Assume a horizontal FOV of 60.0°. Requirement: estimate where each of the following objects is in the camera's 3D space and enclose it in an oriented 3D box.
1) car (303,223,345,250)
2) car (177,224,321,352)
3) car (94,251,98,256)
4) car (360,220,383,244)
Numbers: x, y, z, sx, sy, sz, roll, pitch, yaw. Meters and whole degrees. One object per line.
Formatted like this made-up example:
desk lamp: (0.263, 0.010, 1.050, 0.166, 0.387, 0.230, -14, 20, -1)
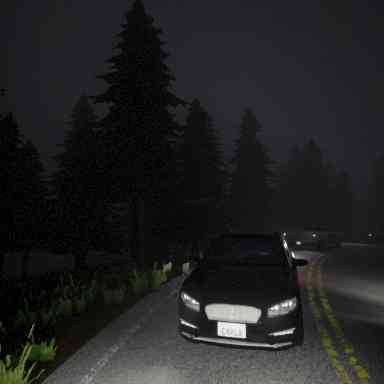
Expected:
car: (6.530, 2.311, 17.743, 1.895, 1.301, 4.718, -3, -6, 39)
car: (1.138, 1.562, 6.627, 2.128, 1.511, 4.902, -1, -2, 15)
car: (-20.226, 13.650, 73.006, 4.181, 1.381, 1.994, -2, -5, 31)
car: (15.904, 3.230, 26.488, 5.566, 2.045, 2.150, 8, -8, -28)
